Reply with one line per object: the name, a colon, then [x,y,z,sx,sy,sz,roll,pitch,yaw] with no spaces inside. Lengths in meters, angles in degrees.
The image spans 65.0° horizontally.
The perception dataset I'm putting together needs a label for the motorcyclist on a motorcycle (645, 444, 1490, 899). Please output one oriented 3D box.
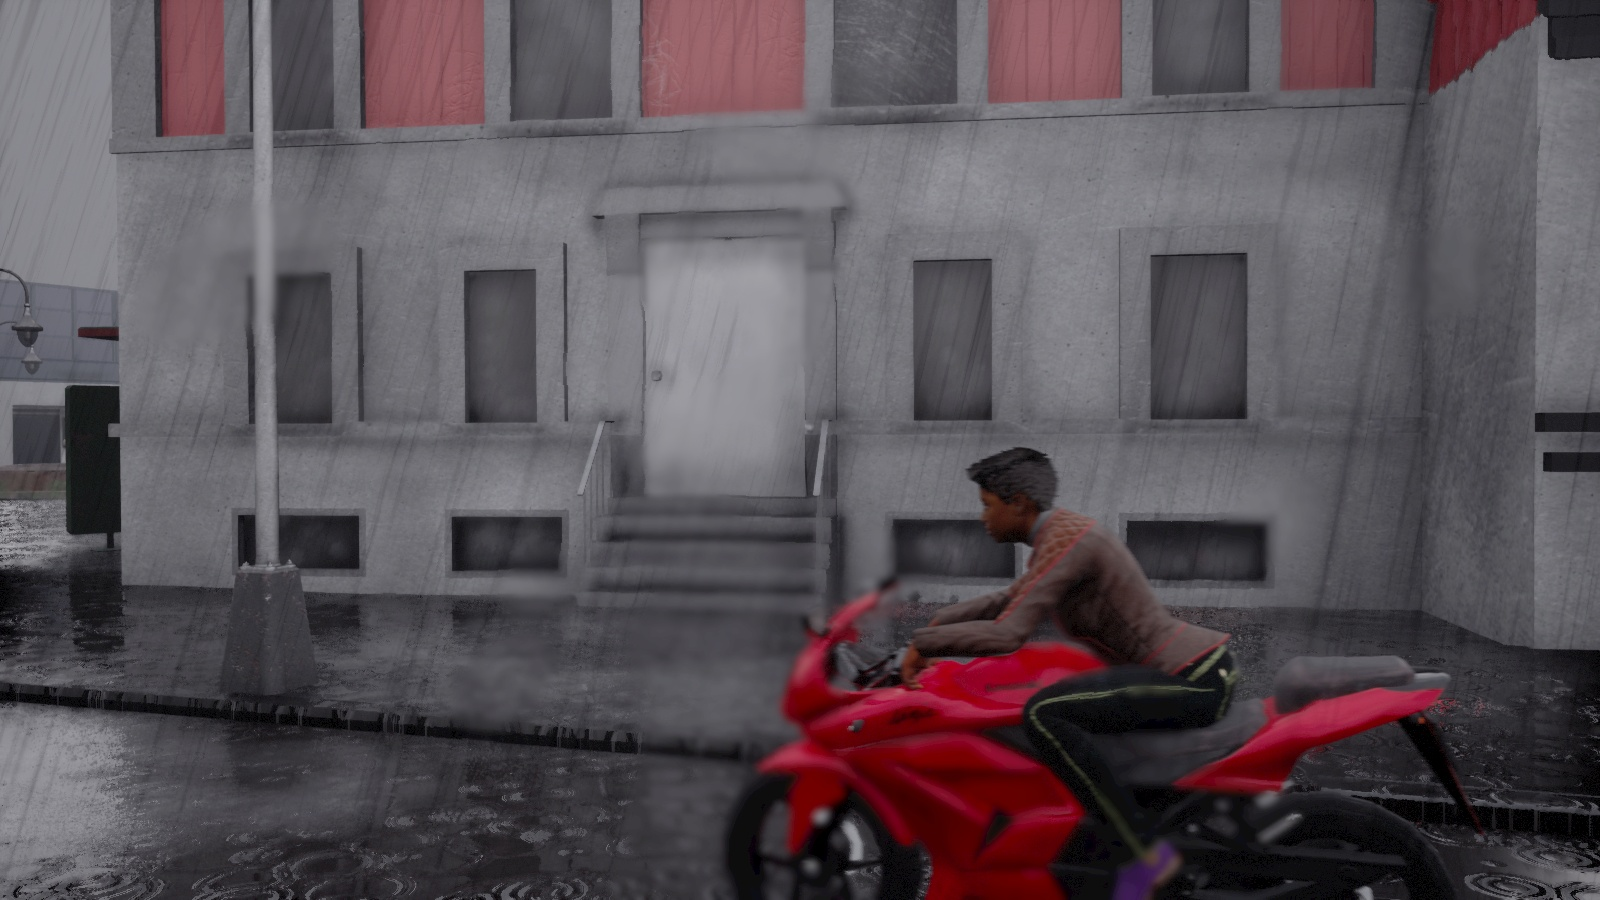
motorcyclist on a motorcycle: [0.673,0.755,3.479,2.044,1.523,0.797,1,1,18]
